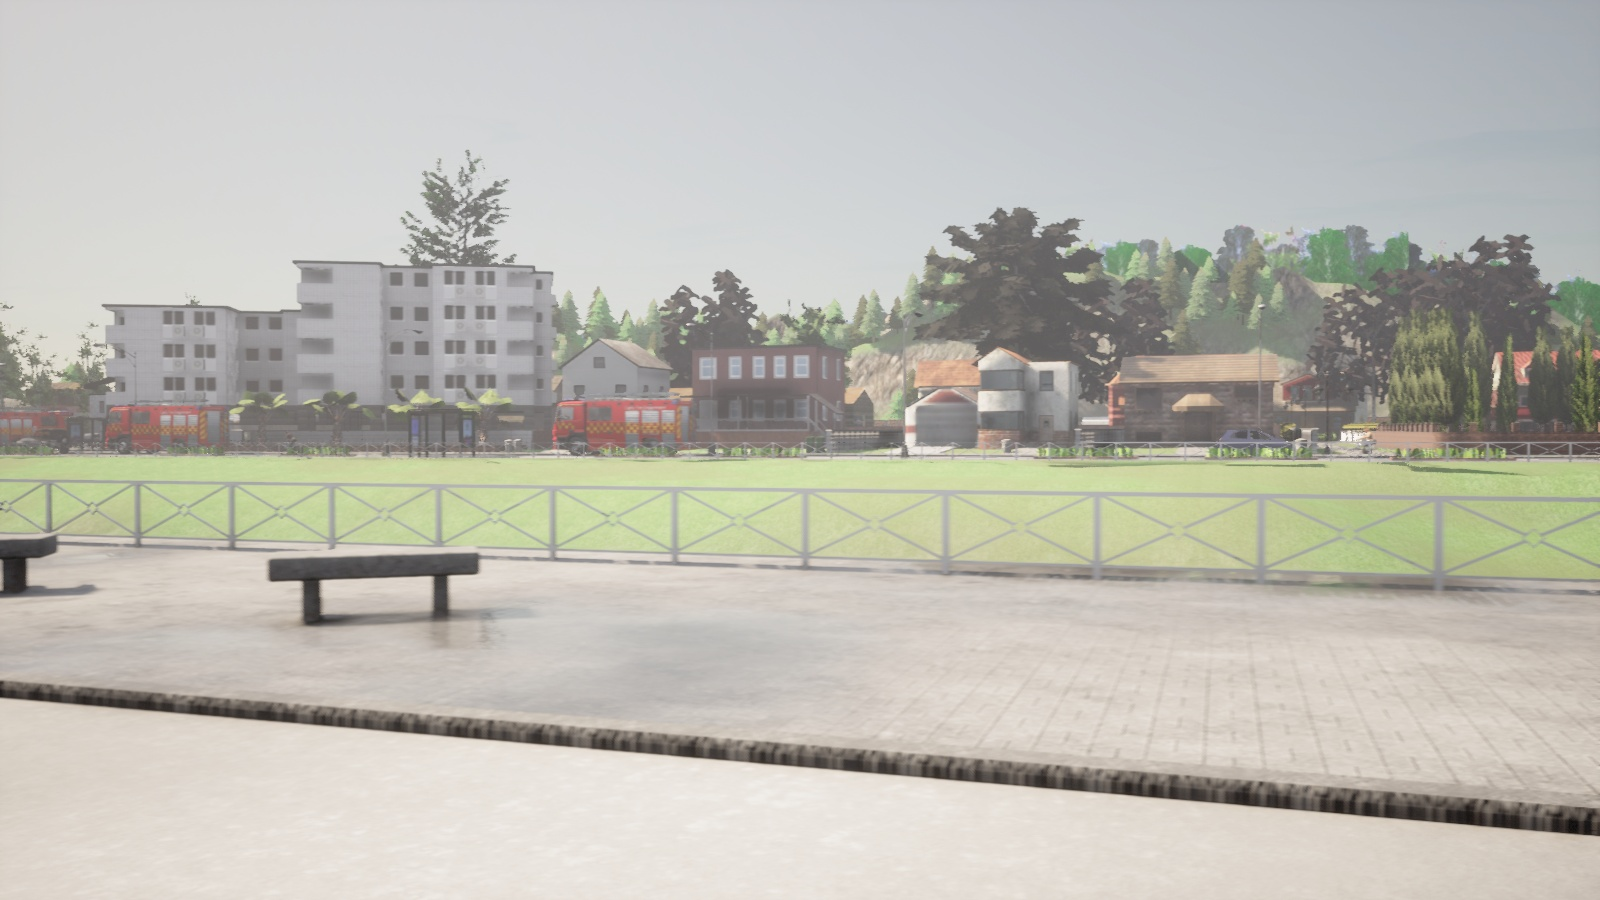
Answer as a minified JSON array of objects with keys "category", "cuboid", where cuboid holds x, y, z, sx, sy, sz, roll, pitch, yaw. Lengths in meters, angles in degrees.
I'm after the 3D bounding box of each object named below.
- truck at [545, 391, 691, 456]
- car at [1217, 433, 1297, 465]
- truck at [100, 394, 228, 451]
[{"category":"truck","cuboid":[-11.129,-1.609,76.759,8.468,3.827,2.891,1,1,19]},{"category":"car","cuboid":[22.269,-0.058,61.311,3.633,1.501,1.845,1,1,19]},{"category":"truck","cuboid":[-44.592,-1.916,88.024,8.468,3.827,2.891,0,1,19]}]
